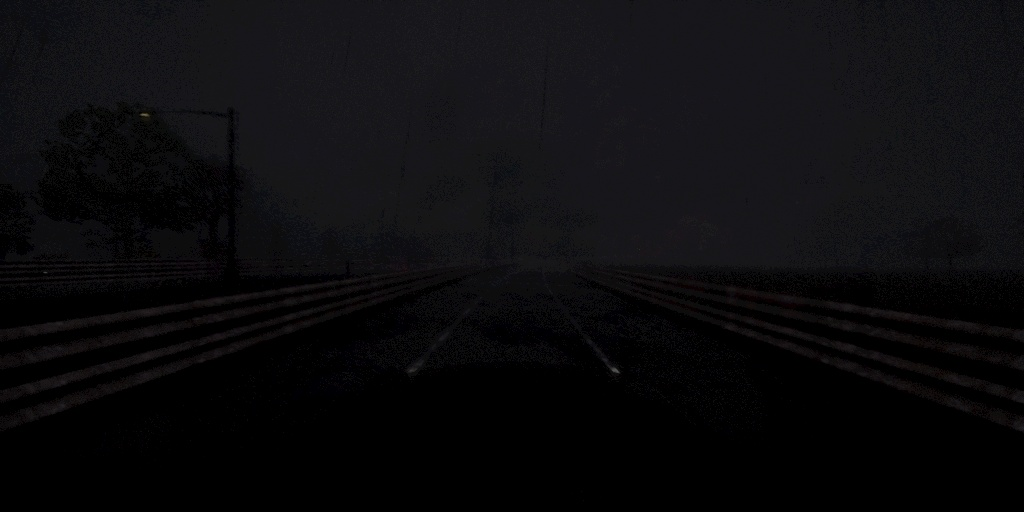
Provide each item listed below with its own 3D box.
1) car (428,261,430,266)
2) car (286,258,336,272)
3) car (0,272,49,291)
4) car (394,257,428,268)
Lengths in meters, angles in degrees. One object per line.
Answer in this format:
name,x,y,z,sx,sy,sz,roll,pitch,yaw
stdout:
car,-15.477,0.871,59.688,1.882,1.535,5.008,0,0,17
car,-21.535,0.920,38.680,2.033,1.411,5.357,0,0,15
car,-23.838,0.701,15.591,2.097,1.767,4.553,0,0,13
car,-14.371,0.907,51.132,1.812,1.442,4.674,0,0,16
